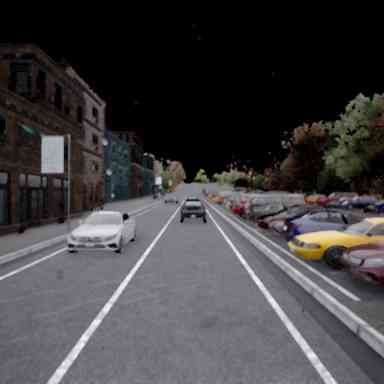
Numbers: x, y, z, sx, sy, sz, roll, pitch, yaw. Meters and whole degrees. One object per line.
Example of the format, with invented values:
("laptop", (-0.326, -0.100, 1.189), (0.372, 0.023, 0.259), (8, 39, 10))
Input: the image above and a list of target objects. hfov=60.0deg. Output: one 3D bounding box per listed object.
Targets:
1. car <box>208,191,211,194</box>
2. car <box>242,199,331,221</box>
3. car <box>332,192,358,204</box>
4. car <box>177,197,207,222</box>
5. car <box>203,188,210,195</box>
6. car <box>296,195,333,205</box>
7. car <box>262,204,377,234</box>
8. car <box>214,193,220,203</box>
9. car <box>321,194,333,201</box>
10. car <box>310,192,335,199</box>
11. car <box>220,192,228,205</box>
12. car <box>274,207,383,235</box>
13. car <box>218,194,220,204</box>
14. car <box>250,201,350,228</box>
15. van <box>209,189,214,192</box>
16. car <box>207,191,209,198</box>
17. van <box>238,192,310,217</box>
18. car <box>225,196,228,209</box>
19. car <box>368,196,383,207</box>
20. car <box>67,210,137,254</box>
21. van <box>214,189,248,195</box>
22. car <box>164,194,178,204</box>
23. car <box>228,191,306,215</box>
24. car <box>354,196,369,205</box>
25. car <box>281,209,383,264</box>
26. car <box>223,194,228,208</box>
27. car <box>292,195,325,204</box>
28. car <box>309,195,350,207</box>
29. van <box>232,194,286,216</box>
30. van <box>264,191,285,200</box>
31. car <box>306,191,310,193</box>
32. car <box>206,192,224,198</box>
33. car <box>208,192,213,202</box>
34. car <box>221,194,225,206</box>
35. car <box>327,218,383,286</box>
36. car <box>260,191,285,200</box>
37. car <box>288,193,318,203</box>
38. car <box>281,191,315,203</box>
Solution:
("car", (6.238, 1.122, 66.265), (5.008, 1.535, 2.097), (0, 0, 0))
("car", (6.079, 1.421, 21.733), (4.892, 1.521, 2.231), (0, 0, 0))
("car", (19.252, 1.194, 38.401), (4.553, 1.767, 2.185), (0, 0, 0))
("car", (0.096, 1.378, 25.200), (1.837, 1.490, 4.892), (0, 0, 0))
("car", (6.317, 0.734, 82.962), (5.566, 2.045, 2.435), (0, 0, 0))
("car", (19.262, 1.227, 52.328), (5.008, 1.535, 2.097), (0, 0, 0))
("car", (6.070, 1.492, 16.166), (4.674, 1.452, 2.002), (0, 0, 0))
("car", (6.149, 1.277, 49.565), (4.792, 1.488, 2.163), (0, 0, 0))
("car", (19.236, 1.304, 41.188), (4.892, 1.521, 2.231), (0, 0, 0))
("car", (19.211, 1.032, 43.970), (5.566, 2.045, 2.435), (0, 0, 0))
("car", (6.119, 1.178, 41.215), (4.553, 1.767, 2.185), (0, 0, 0))
("car", (6.087, 1.498, 13.383), (4.792, 1.488, 2.163), (0, 0, 0))
("car", (6.162, 1.325, 43.999), (4.674, 1.452, 2.002), (0, 0, 0))
("car", (6.047, 1.466, 18.950), (4.792, 1.488, 2.163), (0, 0, 0))
("van", (6.359, 0.875, 69.046), (4.442, 1.987, 1.878), (0, 0, 0))
("car", (6.258, 1.079, 71.832), (4.892, 1.521, 2.231), (0, 0, 0))
("van", (5.979, 1.177, 24.639), (4.442, 1.987, 1.878), (0, 0, 0))
("car", (6.116, 1.355, 32.866), (4.892, 1.521, 2.231), (0, 0, 0))
("car", (19.199, 1.370, 30.047), (5.008, 1.535, 2.097), (0, 0, 0))
("car", (-3.352, 1.461, 13.233), (1.812, 1.442, 4.674), (0, 0, 0))
("van", (6.070, 1.001, 52.410), (4.442, 1.987, 1.878), (0, 0, 0))
("car", (-3.330, 1.047, 54.399), (2.097, 1.767, 4.553), (0, 0, 0))
("car", (6.076, 1.136, 27.297), (5.566, 2.045, 2.435), (0, 0, 0))
("car", (19.173, 1.383, 32.834), (4.792, 1.488, 2.163), (0, 0, 0))
("car", (5.863, 1.482, 10.601), (5.366, 1.575, 1.946), (0, 0, 0))
("car", (6.317, 1.334, 35.648), (5.366, 1.575, 1.946), (0, 0, 0))
("car", (19.279, 1.246, 55.113), (4.674, 1.452, 2.002), (0, 0, 0))
("car", (19.253, 1.265, 46.759), (5.008, 1.535, 2.097), (0, 0, 0))
("van", (5.997, 1.145, 30.081), (4.442, 1.987, 1.878), (0, 0, 0))
("van", (19.233, 0.805, 77.390), (4.442, 1.987, 1.878), (0, 0, 0))
("car", (19.226, 1.121, 49.543), (4.553, 1.767, 2.185), (0, 0, 0))
("car", (6.311, 0.899, 91.320), (5.008, 1.535, 2.097), (0, 1, 0))
("car", (6.020, 1.184, 57.916), (5.366, 1.575, 1.946), (0, 0, 0))
("car", (6.147, 1.321, 38.431), (4.892, 1.521, 2.231), (0, 0, 0))
("car", (6.055, 1.540, 7.959), (4.674, 1.452, 2.002), (1, 0, 1))
("car", (19.331, 0.756, 80.174), (5.566, 2.045, 2.435), (0, 0, 0))
("car", (19.254, 1.060, 57.896), (4.553, 1.767, 2.185), (0, 0, 0))
("car", (19.266, 0.914, 60.679), (5.566, 2.045, 2.435), (0, 0, 0))
